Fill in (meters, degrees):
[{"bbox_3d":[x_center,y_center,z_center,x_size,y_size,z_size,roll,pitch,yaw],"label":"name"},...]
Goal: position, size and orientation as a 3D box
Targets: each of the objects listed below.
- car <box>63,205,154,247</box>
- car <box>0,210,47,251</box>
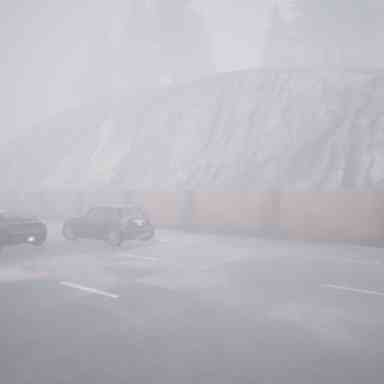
[{"bbox_3d":[-3.959,1.383,15.415,4.553,1.767,2.097,0,0,36],"label":"car"},{"bbox_3d":[-8.084,1.543,14.059,4.892,1.490,1.837,0,0,35],"label":"car"}]
